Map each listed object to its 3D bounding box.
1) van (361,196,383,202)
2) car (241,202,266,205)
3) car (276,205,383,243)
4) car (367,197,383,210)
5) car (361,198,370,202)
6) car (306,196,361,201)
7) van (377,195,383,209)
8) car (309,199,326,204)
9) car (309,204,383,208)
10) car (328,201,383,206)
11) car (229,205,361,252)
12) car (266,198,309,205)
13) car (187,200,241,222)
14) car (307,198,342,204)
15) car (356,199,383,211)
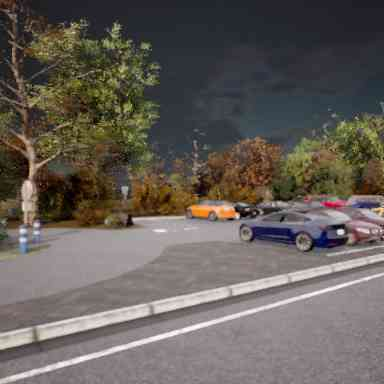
[{"bbox_3d":[22.308,1.487,42.157,1.878,1.987,4.442,-1,0,-35],"label":"van"},{"bbox_3d":[3.668,1.568,29.145,2.097,1.535,5.008,1,0,-35],"label":"car"},{"bbox_3d":[6.433,1.555,15.709,2.002,1.452,4.674,1,0,-35],"label":"car"},{"bbox_3d":[26.772,1.543,45.413,2.185,1.767,4.553,-1,0,-35],"label":"car"},{"bbox_3d":[17.520,1.727,38.919,2.097,1.535,5.008,1,-1,-35],"label":"car"},{"bbox_3d":[15.218,1.452,37.267,2.435,2.045,5.566,1,0,-35],"label":"car"},{"bbox_3d":[29.093,1.419,47.233,1.878,1.987,4.442,-1,0,-35],"label":"van"},{"bbox_3d":[10.603,1.679,34.008,2.163,1.488,4.792,1,0,-35],"label":"car"},{"bbox_3d":[8.741,1.582,17.339,2.002,1.452,4.674,1,0,-35],"label":"car"},{"bbox_3d":[10.944,1.566,19.118,1.946,1.575,5.366,1,0,-35],"label":"car"},{"bbox_3d":[4.108,1.518,14.101,2.163,1.488,4.792,1,0,-35],"label":"car"},{"bbox_3d":[8.377,1.624,32.482,2.231,1.521,4.892,1,0,-35],"label":"car"},{"bbox_3d":[1.479,1.417,27.568,2.185,1.767,4.553,1,0,-35],"label":"car"},{"bbox_3d":[12.910,1.706,35.636,2.163,1.488,4.792,1,0,-35],"label":"car"},{"bbox_3d":[24.532,1.720,43.910,2.163,1.488,4.792,-1,0,-35],"label":"car"}]
